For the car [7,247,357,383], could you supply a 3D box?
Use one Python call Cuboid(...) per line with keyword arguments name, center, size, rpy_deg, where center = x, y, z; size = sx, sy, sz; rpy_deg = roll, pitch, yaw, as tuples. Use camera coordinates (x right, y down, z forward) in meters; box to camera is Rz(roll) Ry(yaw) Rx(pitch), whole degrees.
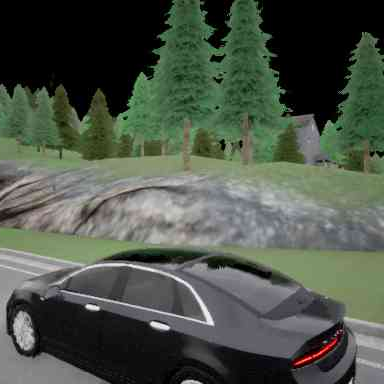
Cuboid(name="car", center=(-0.560, 1.503, 4.392), size=(4.892, 1.490, 1.837), rpy_deg=(0, 0, 35))
